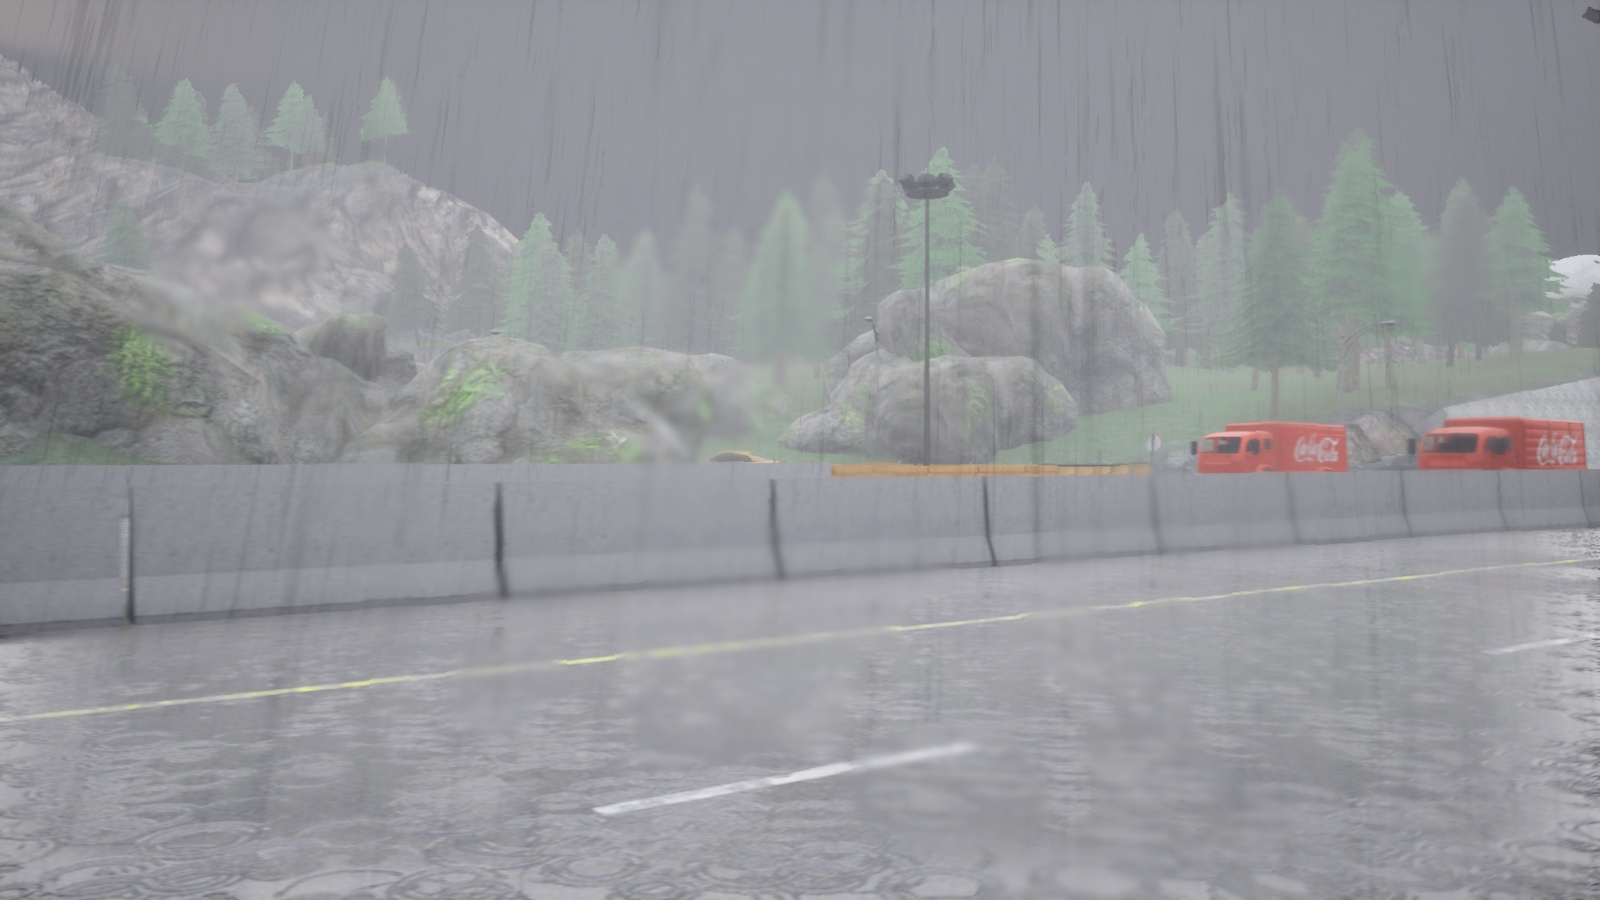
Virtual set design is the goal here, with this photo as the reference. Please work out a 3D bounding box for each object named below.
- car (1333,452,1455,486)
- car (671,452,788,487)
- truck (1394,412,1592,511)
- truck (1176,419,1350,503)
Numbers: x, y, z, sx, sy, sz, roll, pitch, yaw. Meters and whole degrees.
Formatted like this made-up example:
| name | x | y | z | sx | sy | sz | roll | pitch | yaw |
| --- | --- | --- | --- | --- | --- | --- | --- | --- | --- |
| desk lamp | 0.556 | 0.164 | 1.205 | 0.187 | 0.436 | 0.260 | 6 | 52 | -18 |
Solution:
| name | x | y | z | sx | sy | sz | roll | pitch | yaw |
| --- | --- | --- | --- | --- | --- | --- | --- | --- | --- |
| car | 26.530 | 0.831 | 56.111 | 4.892 | 1.490 | 1.837 | 0 | 0 | -15 |
| car | -3.215 | 0.860 | 57.494 | 5.008 | 1.535 | 1.882 | 0 | 0 | 18 |
| truck | 18.606 | 0.305 | 33.669 | 5.204 | 2.467 | 2.627 | 0 | 0 | -35 |
| truck | 14.551 | 0.328 | 39.375 | 5.204 | 2.467 | 2.627 | 0 | 0 | -35 |
